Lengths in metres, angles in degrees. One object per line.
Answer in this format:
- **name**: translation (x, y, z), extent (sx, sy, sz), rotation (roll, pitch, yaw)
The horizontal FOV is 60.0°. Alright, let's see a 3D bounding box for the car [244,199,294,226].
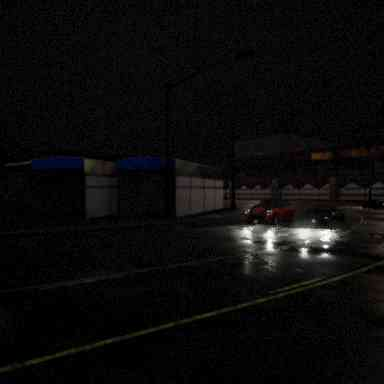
- **car**: translation (5.453, 1.322, 23.201), extent (2.097, 1.767, 4.553), rotation (0, 0, 37)

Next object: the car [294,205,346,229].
- **car**: translation (8.405, 1.533, 21.290), extent (1.994, 1.385, 4.181), rotation (0, 0, 37)

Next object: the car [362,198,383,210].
- **car**: translation (23.097, 1.493, 41.751), extent (1.994, 1.385, 4.181), rotation (0, 0, 5)
